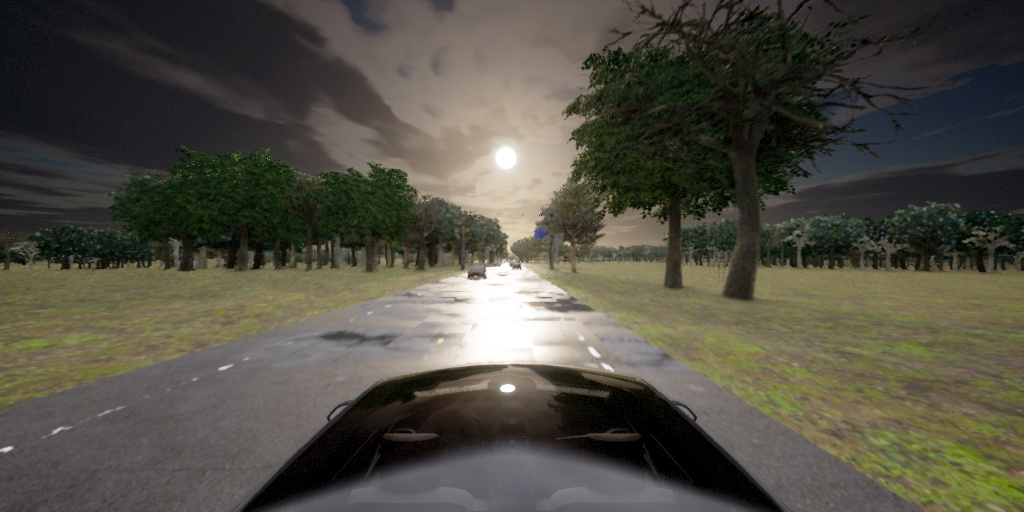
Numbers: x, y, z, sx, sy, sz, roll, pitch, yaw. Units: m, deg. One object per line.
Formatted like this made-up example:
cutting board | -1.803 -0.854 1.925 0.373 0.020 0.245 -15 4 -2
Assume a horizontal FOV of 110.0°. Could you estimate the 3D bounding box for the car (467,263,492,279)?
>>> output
car | -3.597 1.678 38.302 2.033 1.411 5.357 0 -1 0
